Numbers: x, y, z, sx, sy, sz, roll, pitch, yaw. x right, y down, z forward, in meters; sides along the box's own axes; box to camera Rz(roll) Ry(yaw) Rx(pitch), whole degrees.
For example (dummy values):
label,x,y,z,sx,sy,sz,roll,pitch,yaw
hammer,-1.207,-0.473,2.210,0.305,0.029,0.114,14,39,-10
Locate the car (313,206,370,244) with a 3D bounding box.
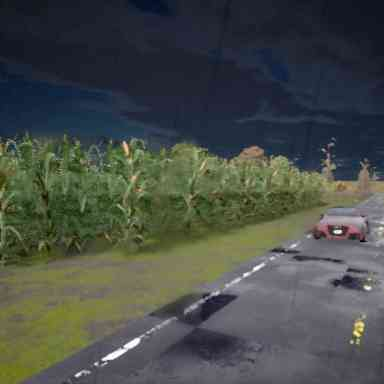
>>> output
label,x,y,z,sx,sy,sz,roll,pitch,yaw
car,6.749,1.350,14.818,1.994,1.385,4.181,0,1,31
